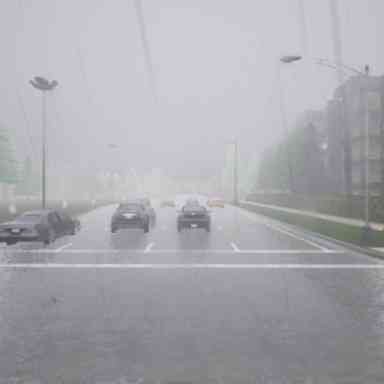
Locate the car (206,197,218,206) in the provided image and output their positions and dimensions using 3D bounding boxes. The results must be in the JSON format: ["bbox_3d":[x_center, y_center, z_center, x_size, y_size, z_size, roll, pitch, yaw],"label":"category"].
[{"bbox_3d":[3.509,1.567,57.954,1.812,1.442,4.674,0,0,0],"label":"car"}]

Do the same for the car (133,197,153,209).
[{"bbox_3d":[-6.992,1.526,47.538,2.128,1.511,4.902,0,0,0],"label":"car"}]

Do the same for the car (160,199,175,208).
[{"bbox_3d":[-3.489,1.636,48.373,1.895,1.301,4.718,0,0,0],"label":"car"}]

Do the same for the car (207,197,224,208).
[{"bbox_3d":[3.508,1.512,47.536,1.882,1.535,5.008,0,0,0],"label":"car"}]

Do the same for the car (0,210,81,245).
[{"bbox_3d":[-6.898,1.559,15.537,2.033,1.411,5.357,0,0,0],"label":"car"}]

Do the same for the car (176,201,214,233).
[{"bbox_3d":[0.104,1.519,19.989,1.837,1.490,4.892,0,0,0],"label":"car"}]

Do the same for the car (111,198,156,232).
[{"bbox_3d":[-3.397,1.367,20.100,2.097,1.767,4.553,0,0,0],"label":"car"}]

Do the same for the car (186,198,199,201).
[{"bbox_3d":[0.011,1.599,48.394,1.994,1.385,4.181,0,0,0],"label":"car"}]
